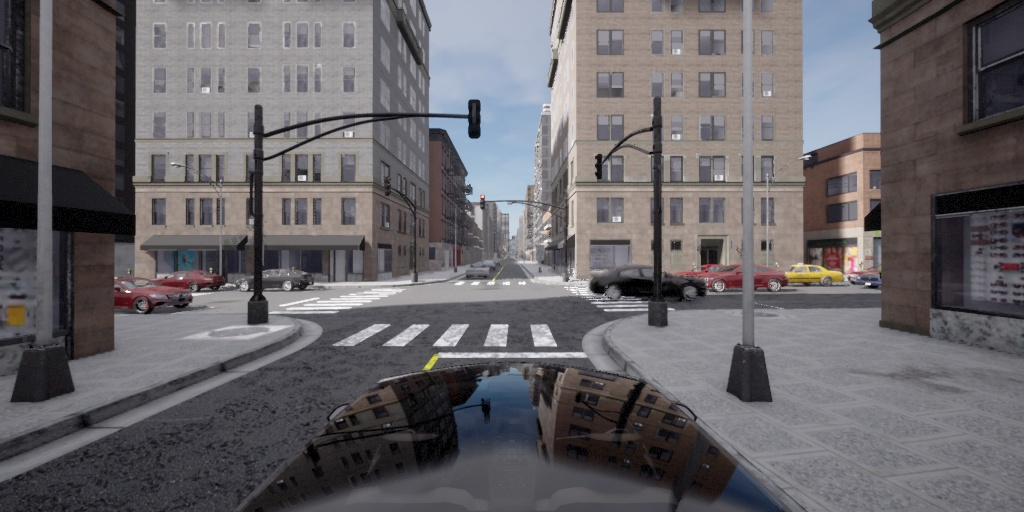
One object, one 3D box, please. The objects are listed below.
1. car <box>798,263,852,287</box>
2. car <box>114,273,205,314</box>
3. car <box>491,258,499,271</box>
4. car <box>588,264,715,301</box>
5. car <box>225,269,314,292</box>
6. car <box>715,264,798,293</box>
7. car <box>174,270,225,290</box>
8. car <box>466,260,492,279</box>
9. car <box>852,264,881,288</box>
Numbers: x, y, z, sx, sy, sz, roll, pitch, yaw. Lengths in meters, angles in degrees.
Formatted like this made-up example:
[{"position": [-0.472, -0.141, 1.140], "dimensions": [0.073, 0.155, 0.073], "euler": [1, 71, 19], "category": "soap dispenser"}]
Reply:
[{"position": [17.448, 1.115, 21.987], "dimensions": [4.829, 1.417, 1.751], "euler": [0, 0, 0], "category": "car"}, {"position": [-14.664, 1.449, 13.658], "dimensions": [4.207, 1.307, 1.802], "euler": [0, 0, 0], "category": "car"}, {"position": [-3.130, 1.239, 47.824], "dimensions": [1.812, 1.442, 4.674], "euler": [0, 0, 0], "category": "car"}, {"position": [5.968, 1.158, 16.145], "dimensions": [5.008, 1.535, 1.882], "euler": [-1, 1, 10], "category": "car"}, {"position": [-14.638, 1.455, 22.183], "dimensions": [4.403, 1.370, 2.007], "euler": [0, 0, 0], "category": "car"}, {"position": [12.182, 1.155, 19.265], "dimensions": [4.674, 1.442, 1.812], "euler": [-1, 0, 1], "category": "car"}, {"position": [-20.166, 1.542, 22.217], "dimensions": [4.207, 1.307, 1.802], "euler": [0, 0, 0], "category": "car"}, {"position": [-3.122, 1.337, 32.817], "dimensions": [1.895, 1.301, 4.718], "euler": [0, 0, -1], "category": "car"}, {"position": [21.768, 1.085, 19.204], "dimensions": [5.357, 1.411, 2.033], "euler": [-1, 0, 1], "category": "car"}]
